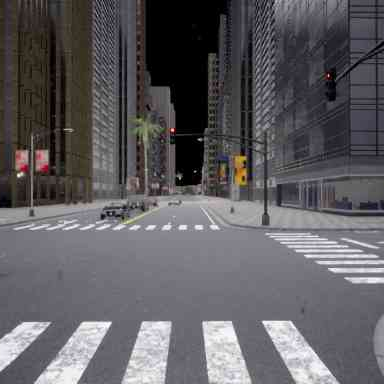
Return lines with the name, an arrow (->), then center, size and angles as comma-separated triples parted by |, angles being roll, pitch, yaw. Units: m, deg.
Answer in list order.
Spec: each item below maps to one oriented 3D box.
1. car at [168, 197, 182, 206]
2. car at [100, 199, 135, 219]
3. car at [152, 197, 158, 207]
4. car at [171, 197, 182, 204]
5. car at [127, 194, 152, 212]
car -> -3.244, 1.781, 59.890 | 1.895, 1.301, 4.718 | 0, 0, 0
car -> -6.643, 1.627, 29.219 | 1.994, 1.385, 4.181 | 0, 0, 0
car -> -6.666, 1.506, 53.330 | 2.097, 1.767, 4.553 | 0, -1, 0
car -> -3.259, 1.788, 69.786 | 1.994, 1.385, 4.181 | 0, 0, 0
car -> -6.662, 1.321, 40.824 | 2.150, 2.045, 5.566 | 0, 0, 0
